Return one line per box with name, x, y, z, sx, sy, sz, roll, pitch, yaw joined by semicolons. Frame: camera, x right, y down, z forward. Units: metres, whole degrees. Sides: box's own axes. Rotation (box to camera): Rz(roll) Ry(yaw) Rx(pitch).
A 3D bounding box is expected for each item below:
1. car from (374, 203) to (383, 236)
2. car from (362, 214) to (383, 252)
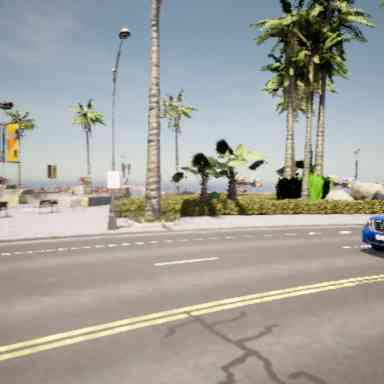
car;11.404;1.354;15.713;4.892;1.490;1.837;1;0;-13
car;8.657;1.112;11.385;5.566;2.045;2.150;0;1;-16
